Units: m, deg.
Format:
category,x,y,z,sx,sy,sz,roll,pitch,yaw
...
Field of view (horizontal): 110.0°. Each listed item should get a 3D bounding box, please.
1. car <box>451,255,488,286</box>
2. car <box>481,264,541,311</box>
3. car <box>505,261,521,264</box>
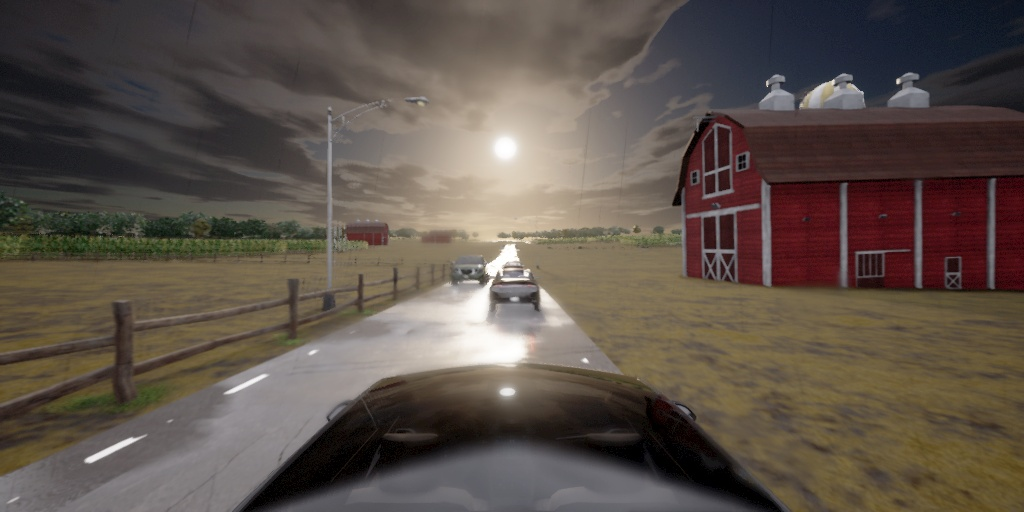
category,x,y,z,sx,sy,sz,roll,pitch,yaw
car,-2.832,0.951,25.177,2.150,2.045,5.566,0,0,0
car,0.103,1.232,14.389,2.128,1.511,4.902,0,0,0
car,0.107,1.198,32.795,1.882,1.535,5.008,0,0,0
